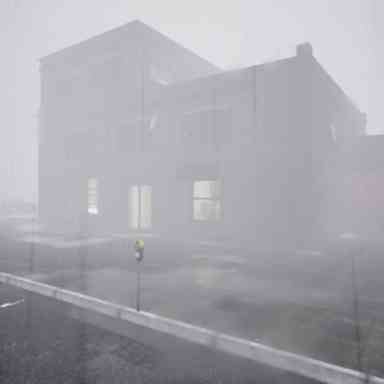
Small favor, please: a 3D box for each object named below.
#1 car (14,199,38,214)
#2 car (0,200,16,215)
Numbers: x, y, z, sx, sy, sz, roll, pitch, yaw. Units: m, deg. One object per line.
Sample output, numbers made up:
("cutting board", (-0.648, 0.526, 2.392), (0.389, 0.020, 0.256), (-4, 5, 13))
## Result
("car", (-18.735, 1.906, 40.167), (1.947, 1.339, 4.313), (0, 0, 36))
("car", (-21.976, 1.865, 35.746), (2.008, 1.369, 4.403), (0, 0, 36))
